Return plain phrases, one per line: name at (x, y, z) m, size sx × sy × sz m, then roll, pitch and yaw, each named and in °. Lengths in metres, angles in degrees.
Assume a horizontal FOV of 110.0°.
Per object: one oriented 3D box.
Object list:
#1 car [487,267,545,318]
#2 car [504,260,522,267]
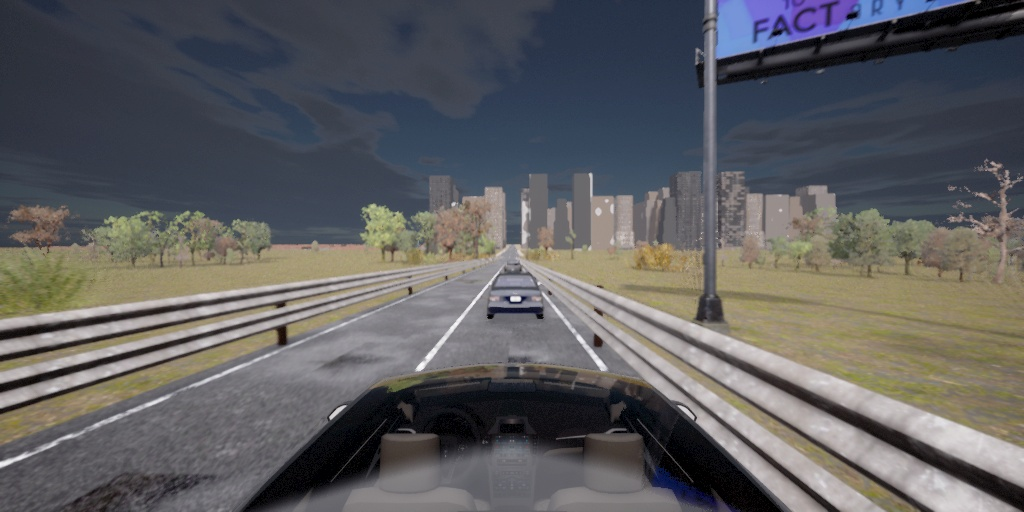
car at (0.102, 1.275, 12.818) m, size 2.033 × 1.411 × 5.357 m, roll 0°, pitch 0°, yaw 0°
car at (0.113, 1.167, 38.078) m, size 2.128 × 1.511 × 4.902 m, roll 0°, pitch 0°, yaw 0°
